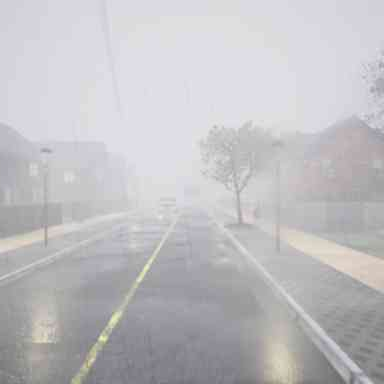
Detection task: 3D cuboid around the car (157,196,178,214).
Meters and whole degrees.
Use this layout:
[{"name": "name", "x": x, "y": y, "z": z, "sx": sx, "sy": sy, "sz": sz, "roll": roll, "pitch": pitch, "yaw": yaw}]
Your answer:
[{"name": "car", "x": -2.833, "y": 1.493, "z": 39.879, "sx": 2.150, "sy": 2.045, "sz": 5.566, "roll": 0, "pitch": -1, "yaw": 0}]

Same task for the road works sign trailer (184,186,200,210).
[{"name": "road works sign trailer", "x": 0.010, "y": 0.810, "z": 47.769, "sx": 2.380, "sy": 3.560, "sz": 2.880, "roll": 0, "pitch": -1, "yaw": 0}]
